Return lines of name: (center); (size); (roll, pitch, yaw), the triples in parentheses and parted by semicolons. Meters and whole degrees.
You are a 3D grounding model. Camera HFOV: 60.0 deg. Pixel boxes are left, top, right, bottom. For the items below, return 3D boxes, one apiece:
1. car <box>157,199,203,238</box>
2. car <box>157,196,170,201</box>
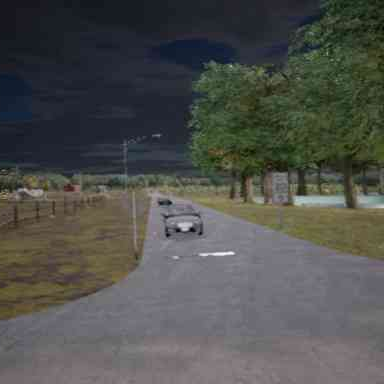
car: (-0.607, 1.388, 17.498); (2.128, 1.511, 4.902); (-3, 1, -7)
car: (-3.622, 1.223, 42.985); (1.895, 1.301, 4.718); (-3, 1, -7)
